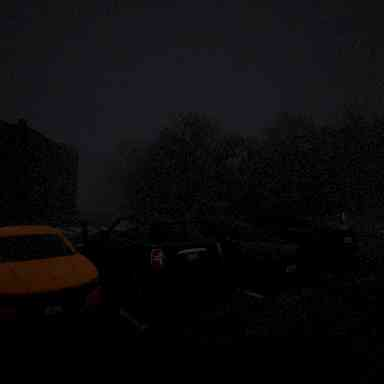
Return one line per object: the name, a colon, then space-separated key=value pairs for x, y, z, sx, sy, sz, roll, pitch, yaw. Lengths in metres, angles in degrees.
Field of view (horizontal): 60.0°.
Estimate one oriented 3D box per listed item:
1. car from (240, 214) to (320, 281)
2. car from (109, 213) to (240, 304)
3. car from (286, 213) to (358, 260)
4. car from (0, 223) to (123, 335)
car: x=1.057 y=1.493 z=10.162 sx=2.163 sy=1.488 sz=4.792 roll=0 pitch=0 yaw=-35
car: x=-1.211 y=1.350 z=8.543 sx=2.185 sy=1.767 sz=4.553 roll=0 pitch=0 yaw=-35
car: x=3.290 y=1.480 z=11.826 sx=2.163 sy=1.488 sz=4.792 roll=0 pitch=0 yaw=-35
car: x=-3.495 y=1.482 z=6.960 sx=2.097 sy=1.535 sz=5.008 roll=0 pitch=0 yaw=-35
